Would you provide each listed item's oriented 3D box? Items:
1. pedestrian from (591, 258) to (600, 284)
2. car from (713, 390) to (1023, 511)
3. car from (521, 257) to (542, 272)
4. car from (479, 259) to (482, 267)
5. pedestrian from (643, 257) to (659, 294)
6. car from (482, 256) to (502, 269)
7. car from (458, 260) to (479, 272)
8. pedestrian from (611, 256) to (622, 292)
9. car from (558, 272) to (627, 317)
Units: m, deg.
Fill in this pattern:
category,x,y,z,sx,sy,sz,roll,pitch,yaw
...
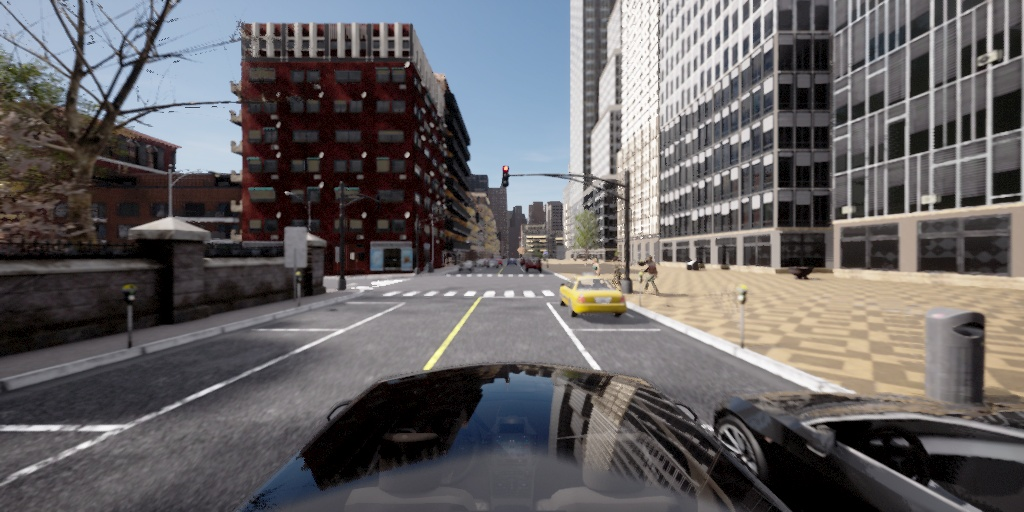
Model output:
category,x,y,z,sx,sy,sz,roll,pitch,yaw
pedestrian,4.336,0.952,18.612,0.375,1.860,0.375,0,0,0
car,2.689,1.316,1.468,1.948,1.339,4.313,0,0,0
car,2.691,1.047,45.145,2.192,1.841,5.009,0,0,0
car,-5.689,1.290,61.725,2.007,1.370,4.403,0,0,0
pedestrian,6.731,0.907,17.412,0.375,1.860,0.375,0,0,0
car,-3.048,1.227,56.071,2.128,1.511,4.902,0,0,1
car,-5.689,1.282,45.146,2.007,1.370,4.403,0,0,0
pedestrian,5.280,0.881,18.107,0.375,1.860,0.375,0,0,0
car,2.690,1.267,12.903,1.751,1.417,4.829,0,0,0
